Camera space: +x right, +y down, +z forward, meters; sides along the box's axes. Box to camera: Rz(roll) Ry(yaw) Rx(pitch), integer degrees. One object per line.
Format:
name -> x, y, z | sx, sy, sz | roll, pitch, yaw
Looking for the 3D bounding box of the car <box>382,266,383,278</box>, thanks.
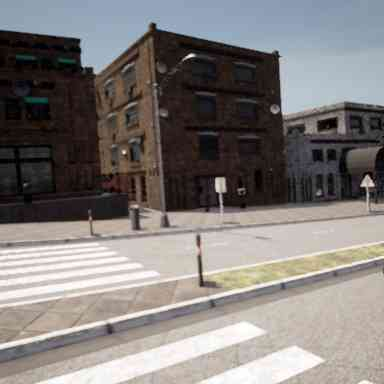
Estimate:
car -> 6.649, 1.450, 7.917 | 5.357, 1.411, 2.033 | -1, 1, -34
